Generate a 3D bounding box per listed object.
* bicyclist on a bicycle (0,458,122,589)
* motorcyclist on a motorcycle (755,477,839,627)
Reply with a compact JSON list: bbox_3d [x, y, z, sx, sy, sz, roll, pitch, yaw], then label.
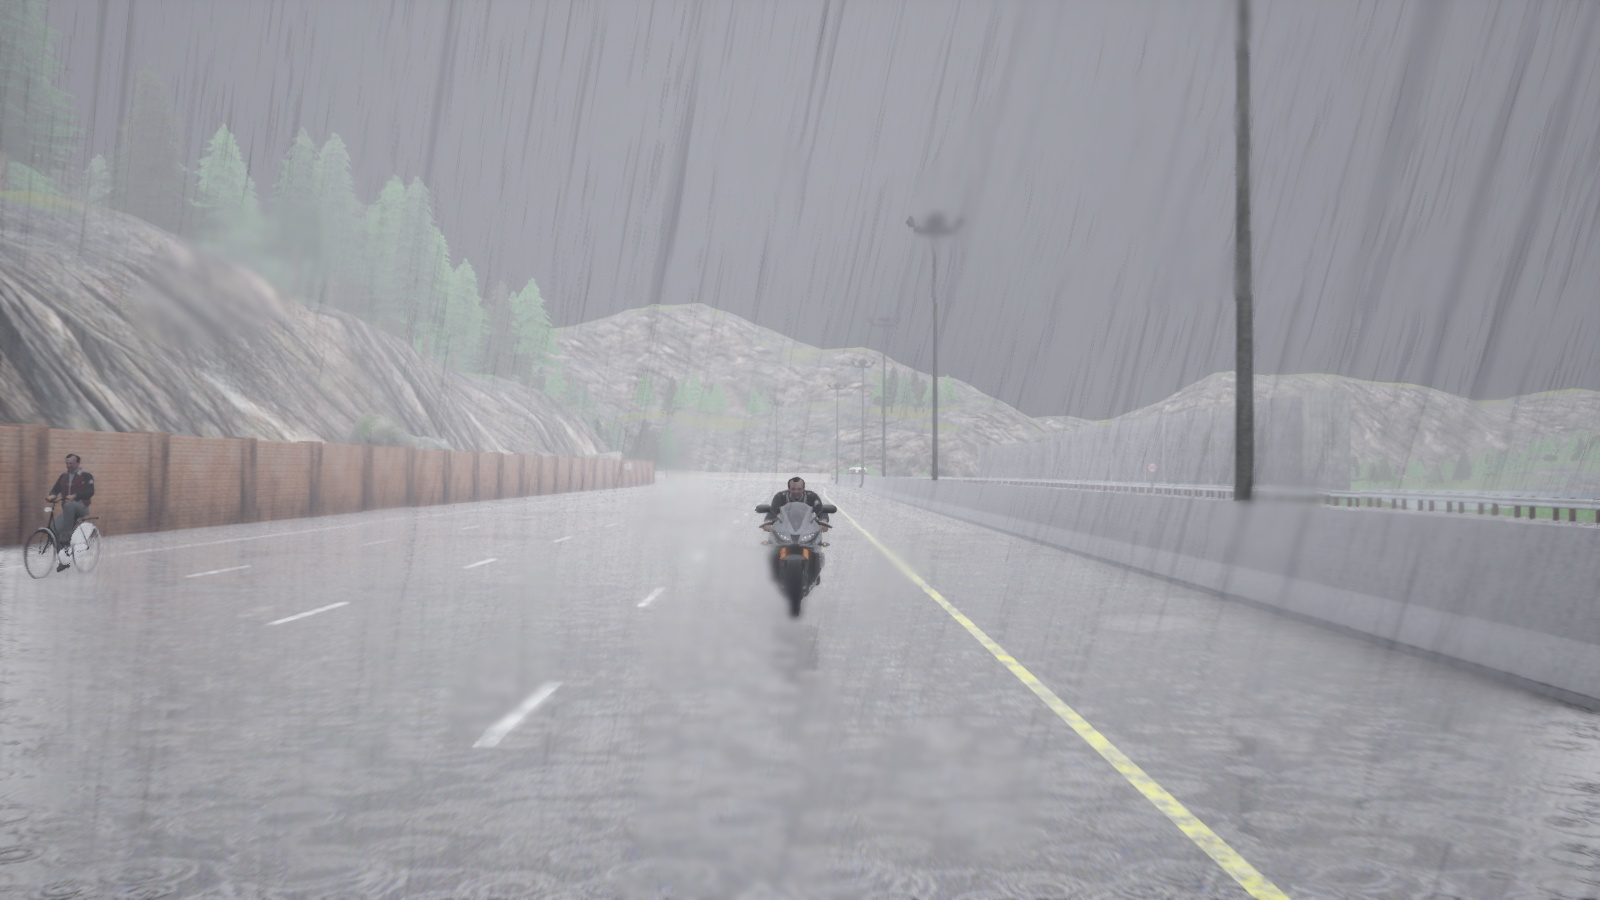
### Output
[{"bbox_3d":[-10.541,1.021,17.987,0.659,1.776,1.843,0,-1,0],"label":"bicyclist on a bicycle"},{"bbox_3d":[-0.033,1.080,14.096,0.866,1.530,2.191,0,-1,0],"label":"motorcyclist on a motorcycle"}]
